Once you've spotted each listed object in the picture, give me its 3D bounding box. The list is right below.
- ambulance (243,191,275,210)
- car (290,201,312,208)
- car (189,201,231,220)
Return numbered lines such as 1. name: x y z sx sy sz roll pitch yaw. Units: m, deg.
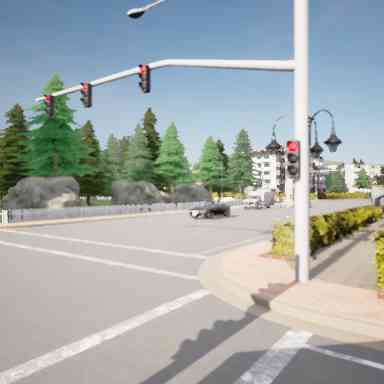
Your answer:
1. ambulance: 9.213 1.139 45.733 2.351 2.431 6.366 0 0 36
2. car: 16.109 1.703 49.323 1.895 1.301 4.718 0 0 36
3. car: 1.657 1.592 29.522 2.128 1.511 4.902 0 0 36
